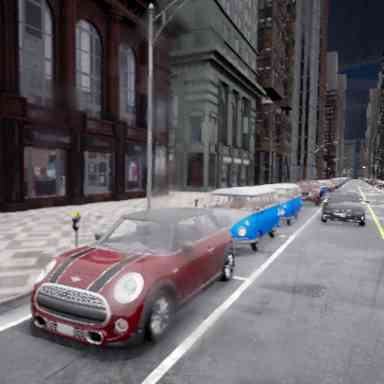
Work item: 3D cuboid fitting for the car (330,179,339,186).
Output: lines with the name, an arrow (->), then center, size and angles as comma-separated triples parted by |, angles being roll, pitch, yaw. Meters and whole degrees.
car -> 19.000, -0.684, 46.402 | 1.887, 1.381, 4.507 | 2, 3, 26

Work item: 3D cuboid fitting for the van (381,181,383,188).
van -> 31.598, -1.005, 52.824 | 1.690, 1.788, 3.998 | 2, 3, 26

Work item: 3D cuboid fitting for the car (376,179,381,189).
car -> 36.518, -1.366, 62.961 | 1.967, 1.590, 4.097 | 2, 3, 26

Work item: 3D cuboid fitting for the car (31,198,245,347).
car -> -0.686, 1.083, 5.872 | 1.967, 1.590, 4.097 | 2, 3, 26

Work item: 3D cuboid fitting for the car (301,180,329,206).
car -> 9.159, 0.017, 26.126 | 2.192, 1.841, 5.009 | 2, 3, 26

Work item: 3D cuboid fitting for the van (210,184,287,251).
van -> 1.776, 0.748, 10.932 | 1.690, 1.788, 3.998 | 2, 3, 26

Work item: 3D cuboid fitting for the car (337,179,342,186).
car -> 23.921, -1.124, 56.535 | 1.947, 1.339, 4.313 | 2, 3, 26

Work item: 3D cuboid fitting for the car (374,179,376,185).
car -> 39.052, -1.518, 68.183 | 1.752, 1.417, 4.829 | 2, 3, 26

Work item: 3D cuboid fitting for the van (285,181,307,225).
van -> 4.237, 0.513, 15.997 | 1.690, 1.788, 3.998 | 2, 3, 26

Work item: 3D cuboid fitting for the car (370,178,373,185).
car -> 46.361, -2.286, 83.222 | 1.967, 1.590, 4.097 | 2, 3, 26

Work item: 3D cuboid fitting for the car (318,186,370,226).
car -> 7.702, 0.692, 16.822 | 1.837, 1.490, 4.892 | 3, 4, 26

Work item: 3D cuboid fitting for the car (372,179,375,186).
car -> 41.438, -1.716, 73.098 | 2.008, 1.369, 4.403 | 2, 3, 26

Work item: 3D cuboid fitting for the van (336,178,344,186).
van -> 28.847, -1.809, 66.654 | 1.690, 1.788, 3.998 | 2, 3, 26
